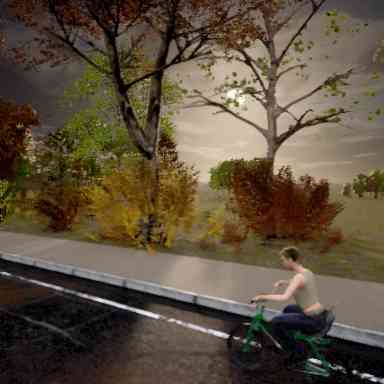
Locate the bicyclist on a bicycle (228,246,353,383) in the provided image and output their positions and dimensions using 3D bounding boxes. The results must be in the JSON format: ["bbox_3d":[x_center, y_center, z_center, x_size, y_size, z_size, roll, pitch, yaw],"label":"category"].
[{"bbox_3d":[1.078,1.433,3.903,1.509,1.612,0.866,0,0,35],"label":"bicyclist on a bicycle"}]
